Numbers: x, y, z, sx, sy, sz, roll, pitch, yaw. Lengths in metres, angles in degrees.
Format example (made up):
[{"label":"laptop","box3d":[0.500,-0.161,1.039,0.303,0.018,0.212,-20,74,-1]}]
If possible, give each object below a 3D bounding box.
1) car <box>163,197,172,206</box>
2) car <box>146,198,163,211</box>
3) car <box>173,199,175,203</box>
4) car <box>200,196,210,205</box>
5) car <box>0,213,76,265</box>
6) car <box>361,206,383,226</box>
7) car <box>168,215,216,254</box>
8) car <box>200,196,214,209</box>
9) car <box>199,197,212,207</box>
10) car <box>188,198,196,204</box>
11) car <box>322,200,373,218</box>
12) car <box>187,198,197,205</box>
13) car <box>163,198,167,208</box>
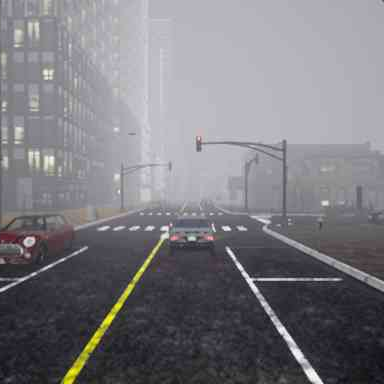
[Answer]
[{"label":"car","box3d":[-5.679,2.190,66.751,1.947,1.339,4.313,-1,-1,0]},{"label":"car","box3d":[-5.847,1.989,49.649,1.752,1.417,4.829,-1,-1,0]},{"label":"car","box3d":[-5.684,2.414,94.800,1.752,1.417,4.829,-1,-1,0]},{"label":"car","box3d":[3.093,1.989,81.349,2.150,2.045,5.566,0,-1,0]},{"label":"car","box3d":[-5.705,1.551,11.874,1.967,1.590,4.097,-1,-1,0]},{"label":"car","box3d":[16.413,2.051,26.745,4.313,1.339,1.947,1,0,1]},{"label":"car","box3d":[-0.001,1.678,13.982,2.033,1.411,5.357,0,-1,0]},{"label":"car","box3d":[2.668,1.957,55.410,1.967,1.590,4.097,-1,-1,0]},{"label":"car","box3d":[2.664,1.938,66.699,2.192,1.841,5.009,-1,-1,0]},{"label":"car","box3d":[-0.014,2.329,86.781,1.895,1.301,4.718,0,-1,0]},{"label":"car","box3d":[16.521,1.749,35.125,5.009,1.841,2.192,1,0,1]},{"label":"car","box3d":[-0.012,2.211,75.088,2.128,1.511,4.902,0,-1,0]},{"label":"car","box3d":[-5.677,2.084,55.462,1.947,1.339,4.313,-1,-1,0]}]
